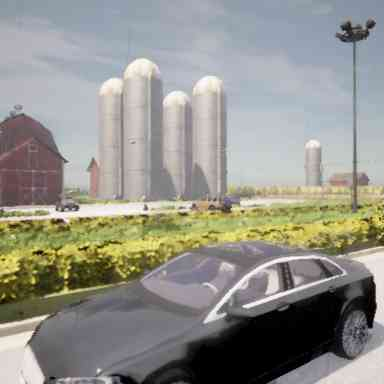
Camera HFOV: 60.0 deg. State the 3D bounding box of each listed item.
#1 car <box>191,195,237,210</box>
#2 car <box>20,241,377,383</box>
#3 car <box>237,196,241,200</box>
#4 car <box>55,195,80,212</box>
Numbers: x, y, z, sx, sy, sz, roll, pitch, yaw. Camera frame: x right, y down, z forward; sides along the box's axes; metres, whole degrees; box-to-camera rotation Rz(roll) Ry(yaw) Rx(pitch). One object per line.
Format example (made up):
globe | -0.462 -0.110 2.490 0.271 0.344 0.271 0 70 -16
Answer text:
car | 1.875 1.209 32.788 1.932 1.855 4.605 0 0 -36
car | 0.517 1.477 4.349 4.902 1.511 2.128 0 0 -35
car | 5.475 1.310 51.740 2.242 1.667 4.611 0 0 -36
car | -14.147 1.262 37.564 1.905 1.878 3.866 0 0 -36
